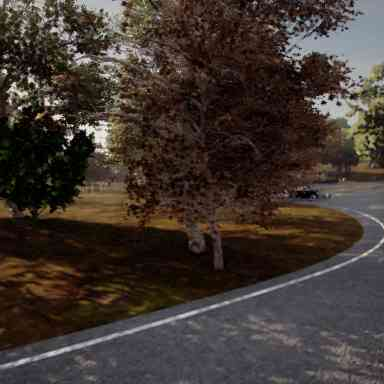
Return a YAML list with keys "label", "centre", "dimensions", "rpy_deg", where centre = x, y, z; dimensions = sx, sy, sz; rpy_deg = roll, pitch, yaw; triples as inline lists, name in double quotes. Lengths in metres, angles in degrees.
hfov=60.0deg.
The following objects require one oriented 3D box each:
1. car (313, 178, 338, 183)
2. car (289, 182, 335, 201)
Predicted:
- label: "car"
  centre: [25.989, -2.046, 64.979]
  dimensions: [4.718, 1.301, 1.895]
  rpy_deg: [-4, 3, -14]
- label: "car"
  centre: [12.376, 0.092, 35.159]
  dimensions: [2.128, 1.511, 4.902]
  rpy_deg: [-5, 3, -24]
